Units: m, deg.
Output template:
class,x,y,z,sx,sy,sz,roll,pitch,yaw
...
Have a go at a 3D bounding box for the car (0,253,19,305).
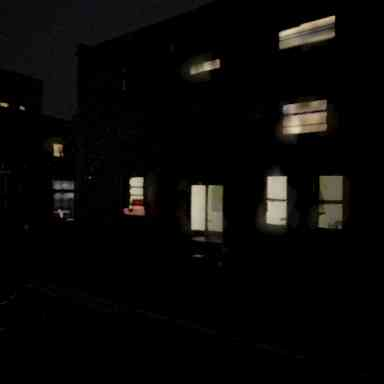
class,x,y,z,sx,sy,sz,roll,pitch,yaw
car,-5.174,1.529,6.639,4.403,1.369,2.008,0,1,35
